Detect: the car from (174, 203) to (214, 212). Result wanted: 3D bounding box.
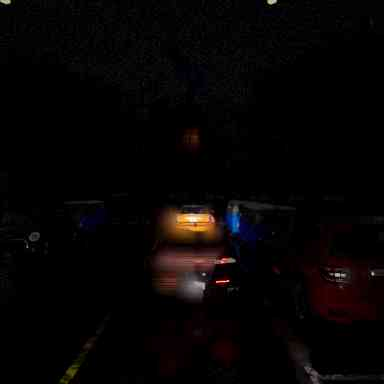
[{"bbox_3d":[0.109,1.353,17.505,2.097,1.767,4.553,0,0,1],"label":"car"}]

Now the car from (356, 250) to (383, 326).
[{"bbox_3d":[2.760,1.440,1.497,1.967,1.590,4.097,0,0,0],"label":"car"}]

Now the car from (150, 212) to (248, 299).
[{"bbox_3d":[0.089,1.492,8.456,2.128,1.511,4.902,0,0,0],"label":"car"}]

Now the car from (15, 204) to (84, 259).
[{"bbox_3d":[-5.784,1.441,12.358,1.967,1.590,4.097,0,0,0],"label":"car"}]

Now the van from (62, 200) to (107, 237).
[{"bbox_3d":[-5.793,1.342,17.795,1.690,1.788,3.998,0,0,0],"label":"van"}]

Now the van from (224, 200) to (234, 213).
[{"bbox_3d":[2.732,1.342,17.810,1.690,1.788,3.998,0,0,0],"label":"van"}]

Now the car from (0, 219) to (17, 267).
[{"bbox_3d":[-5.774,1.525,6.750,1.752,1.417,4.829,0,0,0],"label":"car"}]

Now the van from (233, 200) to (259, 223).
[{"bbox_3d":[2.741,1.342,12.372,1.690,1.788,3.998,0,0,0],"label":"van"}]

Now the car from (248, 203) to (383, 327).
[{"bbox_3d":[2.751,1.315,6.935,2.192,1.841,5.009,0,0,0],"label":"car"}]
